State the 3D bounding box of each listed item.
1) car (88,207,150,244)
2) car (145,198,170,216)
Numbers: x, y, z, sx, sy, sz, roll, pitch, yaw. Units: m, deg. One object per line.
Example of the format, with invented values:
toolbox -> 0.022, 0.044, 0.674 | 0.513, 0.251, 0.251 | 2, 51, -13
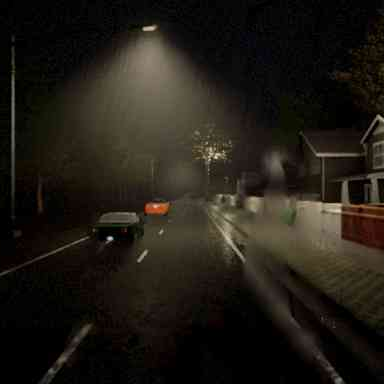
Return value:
car -> -3.401, 1.639, 16.027 | 1.895, 1.301, 4.718 | 0, 0, 0
car -> -3.402, 1.421, 33.175 | 2.097, 1.767, 4.553 | 0, 0, 0
